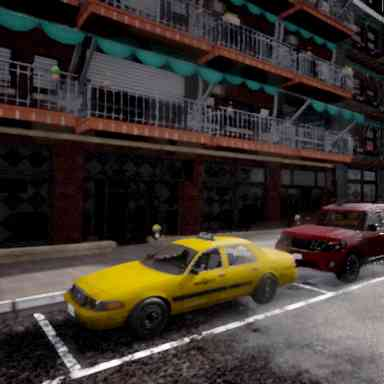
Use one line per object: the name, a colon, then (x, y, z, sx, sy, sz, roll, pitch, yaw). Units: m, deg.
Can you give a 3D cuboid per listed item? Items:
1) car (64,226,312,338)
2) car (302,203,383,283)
car: (0.082, 1.521, 6.599, 4.829, 1.417, 1.752, 0, 1, -35)
car: (4.733, 1.304, 9.910, 5.009, 1.841, 2.192, 0, 1, -35)
